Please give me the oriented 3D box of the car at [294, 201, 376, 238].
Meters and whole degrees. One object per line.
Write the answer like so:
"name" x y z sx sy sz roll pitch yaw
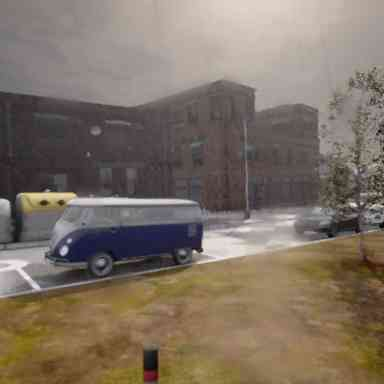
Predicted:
"car" 7.013 1.362 16.599 4.674 1.452 2.002 1 0 -40

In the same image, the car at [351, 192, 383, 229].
"car" 11.231 1.028 20.222 5.566 2.045 2.435 1 0 -44

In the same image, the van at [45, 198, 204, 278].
"van" -1.811 1.177 9.611 4.442 1.987 1.878 1 0 -38
